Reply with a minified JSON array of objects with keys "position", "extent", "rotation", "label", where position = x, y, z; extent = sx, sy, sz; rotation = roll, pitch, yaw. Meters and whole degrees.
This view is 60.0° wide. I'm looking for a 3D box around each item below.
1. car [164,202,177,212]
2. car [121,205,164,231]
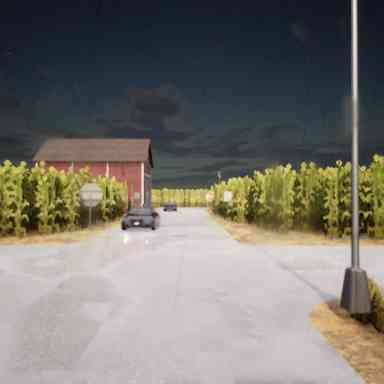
[{"position":[-3.097,2.125,48.655],"extent":[2.033,1.411,5.357],"rotation":[0,-1,0],"label":"car"},{"position":[-3.134,1.649,21.039],"extent":[1.994,1.385,4.181],"rotation":[0,-1,1],"label":"car"}]
